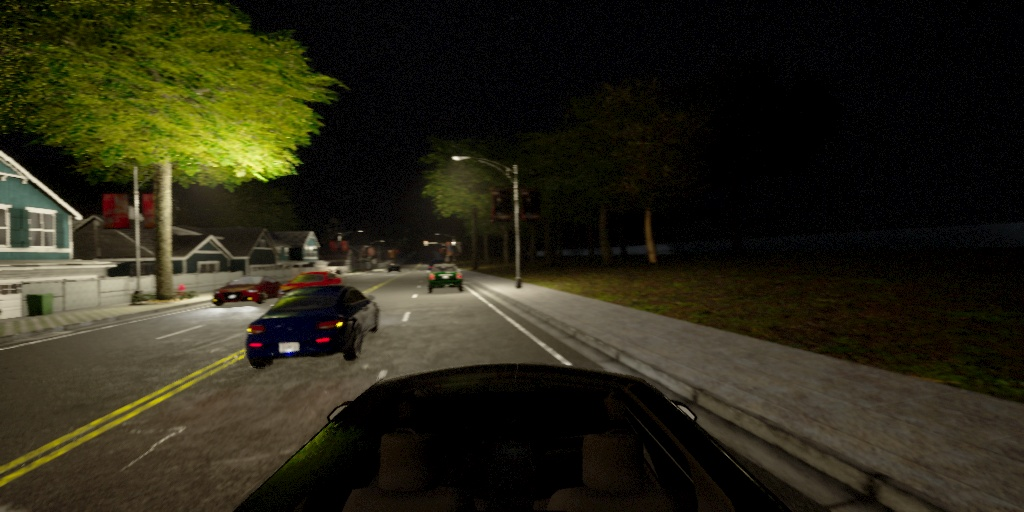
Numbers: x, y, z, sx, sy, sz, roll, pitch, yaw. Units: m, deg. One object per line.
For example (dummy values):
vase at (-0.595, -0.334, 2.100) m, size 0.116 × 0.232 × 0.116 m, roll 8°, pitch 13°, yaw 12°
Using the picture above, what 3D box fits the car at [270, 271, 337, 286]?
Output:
car at (-10.127, 1.553, 18.380) m, size 1.882 × 1.535 × 5.008 m, roll -2°, pitch 0°, yaw -13°

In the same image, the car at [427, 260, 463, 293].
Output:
car at (-4.361, 1.295, 23.141) m, size 2.097 × 1.767 × 4.553 m, roll -2°, pitch -1°, yaw -13°

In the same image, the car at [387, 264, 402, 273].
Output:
car at (-19.242, 2.015, 58.790) m, size 1.994 × 1.385 × 4.181 m, roll -2°, pitch -1°, yaw -13°

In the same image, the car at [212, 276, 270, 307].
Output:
car at (-13.532, 1.738, 18.710) m, size 1.994 × 1.385 × 4.181 m, roll -2°, pitch 0°, yaw -13°

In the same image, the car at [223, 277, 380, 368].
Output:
car at (-4.295, 1.397, 8.323) m, size 1.812 × 1.442 × 4.674 m, roll -2°, pitch 0°, yaw -13°
